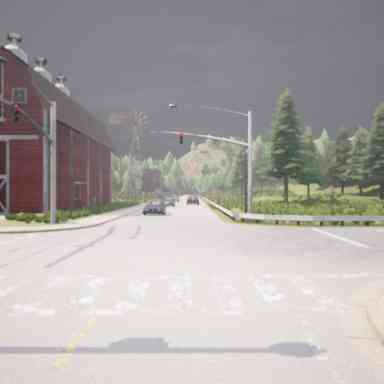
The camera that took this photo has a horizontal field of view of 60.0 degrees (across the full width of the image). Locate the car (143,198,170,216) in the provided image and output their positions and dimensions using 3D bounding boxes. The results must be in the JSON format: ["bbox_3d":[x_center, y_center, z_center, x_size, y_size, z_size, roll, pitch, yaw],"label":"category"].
[{"bbox_3d":[-3.513,1.542,31.923,1.994,1.385,4.181,0,0,0],"label":"car"}]

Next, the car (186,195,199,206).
[{"bbox_3d":[0.152,1.314,55.816,2.097,1.767,4.553,0,0,0],"label":"car"}]

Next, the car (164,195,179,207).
[{"bbox_3d":[-3.457,1.459,49.244,2.128,1.511,4.902,0,0,0],"label":"car"}]
